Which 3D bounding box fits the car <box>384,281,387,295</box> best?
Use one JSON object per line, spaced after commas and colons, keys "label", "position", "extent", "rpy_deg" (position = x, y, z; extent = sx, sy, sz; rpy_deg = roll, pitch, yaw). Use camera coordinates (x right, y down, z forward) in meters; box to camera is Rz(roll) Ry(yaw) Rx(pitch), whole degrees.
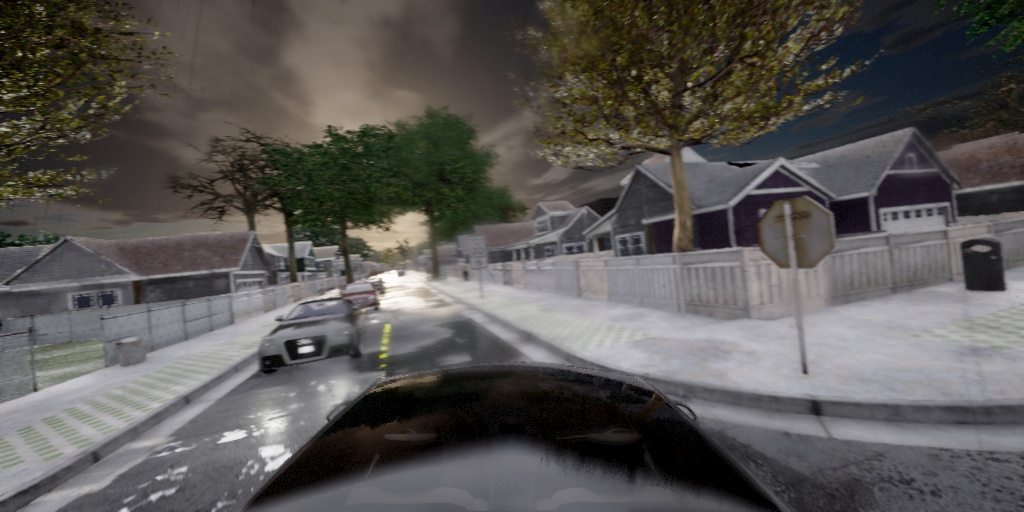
{"label": "car", "position": [-11.340, 2.496, 29.494], "extent": [2.033, 1.411, 5.357], "rpy_deg": [-6, 0, -18]}

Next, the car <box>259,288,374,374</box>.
{"label": "car", "position": [-4.901, 1.828, 9.343], "extent": [1.994, 1.385, 4.181], "rpy_deg": [-6, 0, -18]}

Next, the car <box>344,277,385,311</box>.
{"label": "car", "position": [-7.965, 2.114, 18.913], "extent": [1.812, 1.442, 4.674], "rpy_deg": [-6, 0, -18]}
